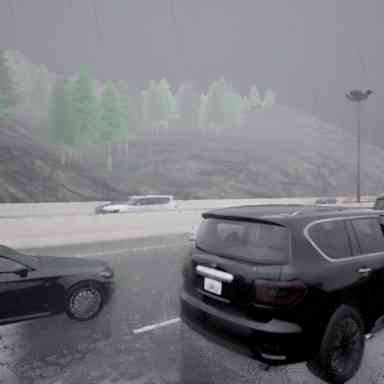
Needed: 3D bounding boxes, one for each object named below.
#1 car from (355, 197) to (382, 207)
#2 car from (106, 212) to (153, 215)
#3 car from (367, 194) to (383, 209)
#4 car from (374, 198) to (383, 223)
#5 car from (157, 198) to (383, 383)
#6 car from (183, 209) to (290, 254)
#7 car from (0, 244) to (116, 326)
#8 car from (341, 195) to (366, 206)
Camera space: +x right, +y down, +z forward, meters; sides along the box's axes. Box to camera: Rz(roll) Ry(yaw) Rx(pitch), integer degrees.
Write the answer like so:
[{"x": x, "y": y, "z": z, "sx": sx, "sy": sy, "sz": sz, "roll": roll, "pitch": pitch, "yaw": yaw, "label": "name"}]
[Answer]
[{"x": 28.190, "y": 1.536, "z": 53.147, "sx": 5.008, "sy": 1.535, "sz": 1.882, "roll": 0, "pitch": 0, "yaw": -38, "label": "car"}, {"x": -3.584, "y": 1.265, "z": 23.373, "sx": 5.566, "sy": 2.045, "sz": 2.150, "roll": 0, "pitch": 0, "yaw": -38, "label": "car"}, {"x": 27.822, "y": 1.272, "z": 48.395, "sx": 5.566, "sy": 2.045, "sz": 2.150, "roll": 0, "pitch": 0, "yaw": -38, "label": "car"}, {"x": 15.989, "y": 1.377, "z": 25.302, "sx": 4.553, "sy": 1.767, "sz": 2.097, "roll": 0, "pitch": 0, "yaw": -39, "label": "car"}, {"x": 2.389, "y": 1.229, "z": 5.646, "sx": 5.566, "sy": 2.045, "sz": 2.150, "roll": 0, "pitch": 0, "yaw": -37, "label": "car"}, {"x": 2.022, "y": 1.548, "z": 14.220, "sx": 4.674, "sy": 1.442, "sz": 1.812, "roll": 0, "pitch": 0, "yaw": -38, "label": "car"}, {"x": -3.618, "y": 1.540, "z": 5.575, "sx": 4.674, "sy": 1.442, "sz": 1.812, "roll": 0, "pitch": 0, "yaw": -36, "label": "car"}, {"x": 27.823, "y": 1.418, "z": 57.310, "sx": 4.553, "sy": 1.767, "sz": 2.097, "roll": 0, "pitch": 0, "yaw": -38, "label": "car"}]
